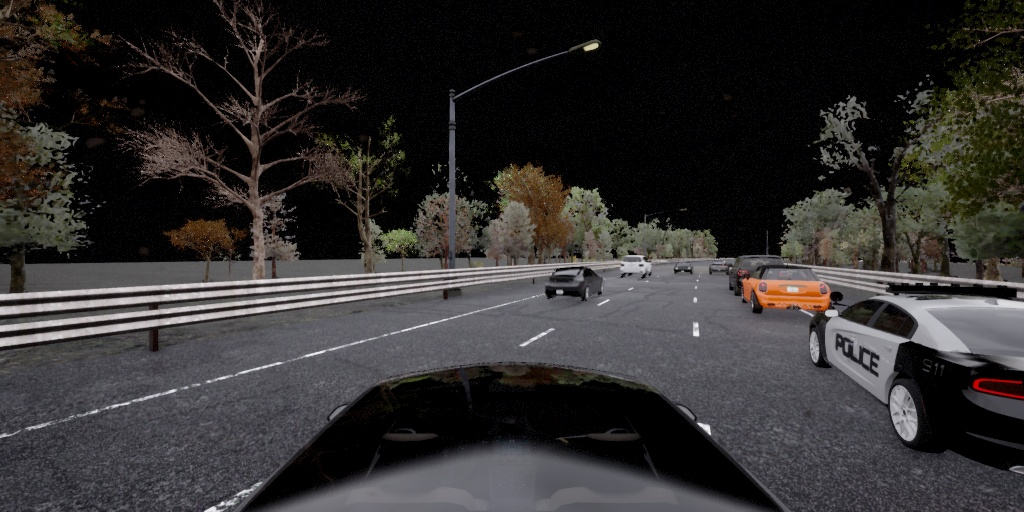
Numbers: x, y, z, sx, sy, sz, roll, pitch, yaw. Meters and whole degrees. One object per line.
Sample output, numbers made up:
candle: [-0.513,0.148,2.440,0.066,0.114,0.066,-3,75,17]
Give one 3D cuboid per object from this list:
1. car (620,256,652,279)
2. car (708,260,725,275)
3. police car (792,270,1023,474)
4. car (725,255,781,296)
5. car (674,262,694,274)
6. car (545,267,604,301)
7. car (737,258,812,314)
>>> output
car: [11.709,0.981,33.703,2.150,2.045,5.566,0,0,28]
car: [22.660,1.262,39.253,2.128,1.511,4.902,0,0,30]
police car: [5.634,1.175,4.739,1.930,1.638,5.238,0,0,26]
car: [12.749,0.978,18.756,2.150,2.045,5.566,0,0,27]
car: [19.533,1.370,40.682,1.895,1.301,4.718,0,0,29]
car: [3.137,1.258,17.411,1.837,1.490,4.892,0,1,27]
car: [10.006,1.102,13.437,2.097,1.767,4.553,0,0,27]
